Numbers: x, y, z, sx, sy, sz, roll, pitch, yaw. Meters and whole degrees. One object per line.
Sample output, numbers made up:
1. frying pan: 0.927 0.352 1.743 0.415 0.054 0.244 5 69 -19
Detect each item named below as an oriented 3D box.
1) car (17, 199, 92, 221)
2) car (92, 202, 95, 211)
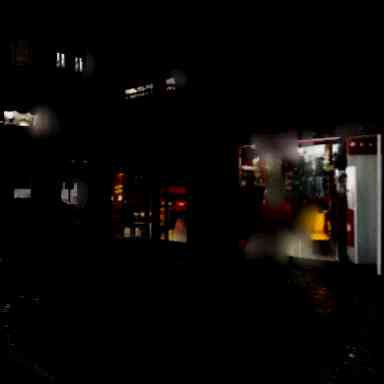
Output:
1. car: -10.088 1.237 24.154 4.674 1.442 1.812 -1 1 -40
2. car: -8.381 1.167 32.933 4.206 1.307 1.802 -1 2 -40
